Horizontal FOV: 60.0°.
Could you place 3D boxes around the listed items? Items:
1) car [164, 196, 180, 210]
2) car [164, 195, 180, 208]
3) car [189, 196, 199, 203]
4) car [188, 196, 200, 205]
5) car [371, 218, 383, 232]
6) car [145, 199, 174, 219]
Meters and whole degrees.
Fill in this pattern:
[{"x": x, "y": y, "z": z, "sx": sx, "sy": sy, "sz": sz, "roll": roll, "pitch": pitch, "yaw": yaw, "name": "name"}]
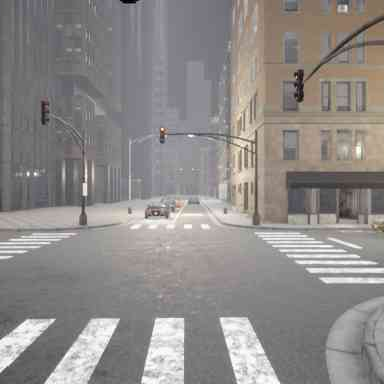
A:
[{"x": -2.932, "y": 1.505, "z": 39.268, "sx": 2.128, "sy": 1.511, "sz": 4.902, "roll": 0, "pitch": 0, "yaw": 0, "name": "car"}, {"x": -2.886, "y": 1.368, "z": 49.167, "sx": 2.097, "sy": 1.767, "sz": 4.553, "roll": 0, "pitch": 0, "yaw": 0, "name": "car"}, {"x": 0.376, "y": 1.545, "z": 69.892, "sx": 1.994, "sy": 1.385, "sz": 4.181, "roll": 0, "pitch": 0, "yaw": 0, "name": "car"}, {"x": 0.340, "y": 1.568, "z": 59.943, "sx": 1.994, "sy": 1.385, "sz": 4.181, "roll": 0, "pitch": 0, "yaw": 0, "name": "car"}, {"x": 12.186, "y": 1.519, "z": 17.717, "sx": 4.829, "sy": 1.417, "sz": 1.752, "roll": 0, "pitch": 0, "yaw": -1, "name": "car"}, {"x": -2.978, "y": 1.573, "z": 29.414, "sx": 1.994, "sy": 1.385, "sz": 4.181, "roll": 0, "pitch": 0, "yaw": 0, "name": "car"}]
